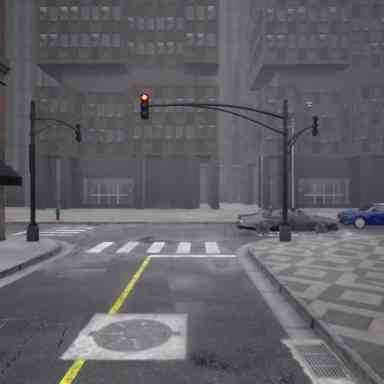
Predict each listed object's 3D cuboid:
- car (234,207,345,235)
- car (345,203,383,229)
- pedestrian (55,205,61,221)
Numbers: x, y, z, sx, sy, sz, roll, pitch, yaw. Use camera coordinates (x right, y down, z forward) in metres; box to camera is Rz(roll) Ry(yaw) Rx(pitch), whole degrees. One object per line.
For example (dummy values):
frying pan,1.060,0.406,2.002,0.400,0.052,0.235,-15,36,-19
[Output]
car,5.010,1.537,17.967,5.357,1.411,2.033,0,0,1
car,11.810,1.458,21.085,5.008,1.535,1.882,0,0,1
pedestrian,-9.819,1.532,24.377,0.500,1.100,0.500,0,0,1
